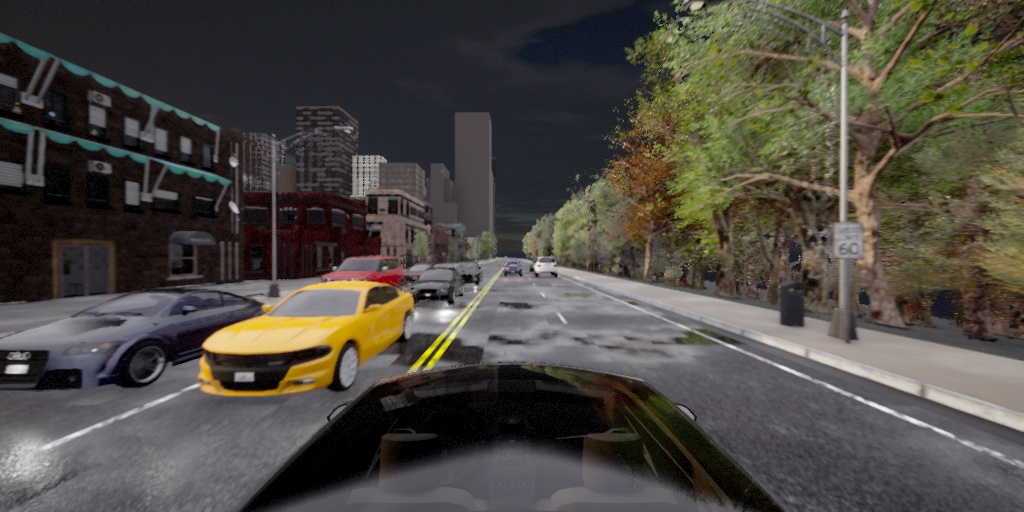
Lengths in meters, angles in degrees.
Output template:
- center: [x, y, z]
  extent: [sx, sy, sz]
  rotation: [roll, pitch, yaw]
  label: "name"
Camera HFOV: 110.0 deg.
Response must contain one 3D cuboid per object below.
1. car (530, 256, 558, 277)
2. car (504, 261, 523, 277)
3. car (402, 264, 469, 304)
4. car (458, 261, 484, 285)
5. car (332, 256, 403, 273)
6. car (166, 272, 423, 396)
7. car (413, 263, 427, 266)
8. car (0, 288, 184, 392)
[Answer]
- center: [3.365, 1.067, 36.640]
  extent: [2.150, 2.045, 5.566]
  rotation: [0, 0, 0]
  label: "car"
- center: [0.112, 1.374, 37.486]
  extent: [1.812, 1.442, 4.674]
  rotation: [0, 0, 0]
  label: "car"
- center: [-3.345, 1.297, 16.671]
  extent: [1.837, 1.490, 4.892]
  rotation: [0, 0, 0]
  label: "car"
- center: [-3.329, 1.172, 26.908]
  extent: [2.097, 1.767, 4.553]
  rotation: [0, 0, 0]
  label: "car"
- center: [-6.597, 1.013, 16.385]
  extent: [2.150, 2.045, 5.566]
  rotation: [0, 0, 0]
  label: "car"
- center: [-3.349, 1.243, 6.980]
  extent: [1.882, 1.535, 5.008]
  rotation: [0, 0, 0]
  label: "car"
- center: [-6.580, 1.297, 26.610]
  extent: [1.882, 1.535, 5.008]
  rotation: [0, 0, 0]
  label: "car"
- center: [-6.599, 1.328, 6.777]
  extent: [1.994, 1.385, 4.181]
  rotation: [0, 0, 0]
  label: "car"
